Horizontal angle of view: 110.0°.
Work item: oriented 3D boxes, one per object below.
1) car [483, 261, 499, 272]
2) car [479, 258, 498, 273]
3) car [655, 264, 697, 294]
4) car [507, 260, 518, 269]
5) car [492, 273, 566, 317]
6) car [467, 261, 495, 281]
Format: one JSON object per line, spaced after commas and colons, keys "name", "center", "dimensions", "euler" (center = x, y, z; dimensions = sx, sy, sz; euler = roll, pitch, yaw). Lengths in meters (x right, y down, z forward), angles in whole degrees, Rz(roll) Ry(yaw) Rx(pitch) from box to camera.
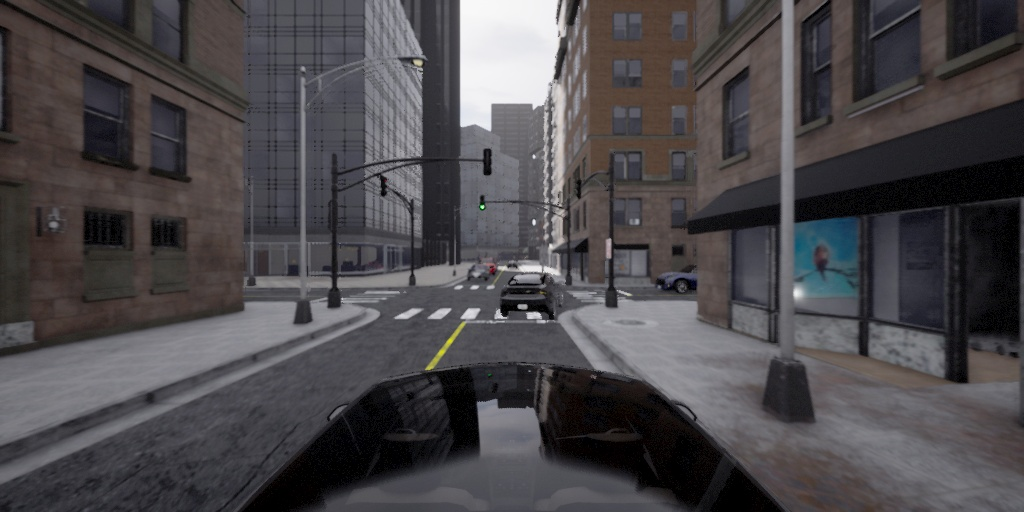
{"name": "car", "center": [-3.105, 1.542, 54.599], "dimensions": [2.128, 1.511, 4.902], "euler": [0, 0, 0]}
{"name": "car", "center": [-3.118, 1.273, 44.177], "dimensions": [2.150, 2.045, 5.566], "euler": [0, 0, 0]}
{"name": "car", "center": [10.843, 1.224, 21.039], "dimensions": [4.553, 1.767, 2.097], "euler": [0, 0, -1]}
{"name": "car", "center": [0.074, 1.543, 63.460], "dimensions": [1.837, 1.490, 4.892], "euler": [0, 0, 0]}
{"name": "car", "center": [0.886, 1.385, 13.833], "dimensions": [1.837, 1.490, 4.892], "euler": [-2, -1, 13]}
{"name": "car", "center": [-3.107, 1.515, 33.869], "dimensions": [2.128, 1.511, 4.902], "euler": [0, 0, 0]}
